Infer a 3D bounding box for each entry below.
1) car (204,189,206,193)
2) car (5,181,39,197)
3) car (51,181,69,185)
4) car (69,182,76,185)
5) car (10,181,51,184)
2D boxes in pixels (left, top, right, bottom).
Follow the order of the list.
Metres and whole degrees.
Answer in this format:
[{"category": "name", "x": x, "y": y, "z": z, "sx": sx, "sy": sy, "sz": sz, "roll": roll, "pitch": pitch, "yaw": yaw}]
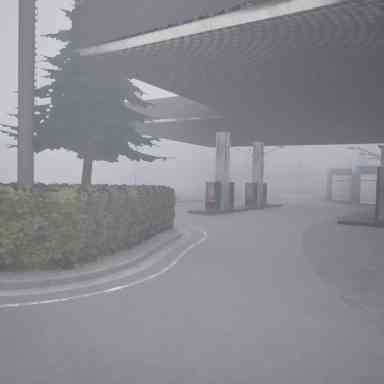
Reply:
[{"category": "car", "x": 4.868, "y": -0.306, "z": 65.621, "sx": 5.027, "sy": 1.636, "sz": 2.152, "roll": 2, "pitch": 2, "yaw": 35}, {"category": "car", "x": -21.784, "y": -0.469, "z": 42.450, "sx": 4.605, "sy": 1.855, "sz": 1.932, "roll": 2, "pitch": 2, "yaw": 35}, {"category": "car", "x": -26.795, "y": -1.260, "z": 65.478, "sx": 3.866, "sy": 1.878, "sz": 1.905, "roll": 2, "pitch": 2, "yaw": 35}, {"category": "car", "x": -25.457, "y": -1.284, "z": 68.090, "sx": 4.605, "sy": 1.855, "sz": 1.932, "roll": 2, "pitch": 2, "yaw": 35}, {"category": "car", "x": -17.252, "y": -0.182, "z": 35.232, "sx": 3.866, "sy": 1.878, "sz": 1.905, "roll": 2, "pitch": 2, "yaw": 35}]
